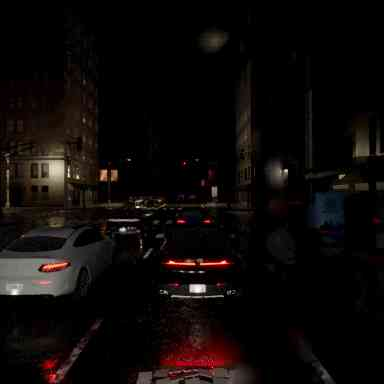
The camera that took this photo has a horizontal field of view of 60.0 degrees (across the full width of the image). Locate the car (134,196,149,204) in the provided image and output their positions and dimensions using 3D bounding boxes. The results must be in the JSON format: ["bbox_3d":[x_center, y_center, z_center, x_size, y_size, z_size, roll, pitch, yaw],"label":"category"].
[{"bbox_3d":[-9.715,1.509,64.319,2.128,1.511,4.902,0,0,1],"label":"car"}]

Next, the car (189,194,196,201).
[{"bbox_3d":[0.100,1.605,83.274,1.895,1.301,4.718,0,0,0],"label":"car"}]

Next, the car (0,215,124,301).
[{"bbox_3d":[-3.146,1.528,8.220,1.812,1.442,4.674,0,0,0],"label":"car"}]

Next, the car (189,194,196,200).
[{"bbox_3d":[0.112,1.381,93.246,2.033,1.411,5.357,0,0,0],"label":"car"}]

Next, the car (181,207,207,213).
[{"bbox_3d":[0.103,1.533,17.587,1.812,1.442,4.674,0,0,0],"label":"car"}]

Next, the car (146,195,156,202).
[{"bbox_3d":[-9.657,1.544,78.295,1.812,1.442,4.674,0,0,0],"label":"car"}]

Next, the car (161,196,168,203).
[{"bbox_3d":[-6.434,1.546,67.388,1.812,1.442,4.674,0,0,0],"label":"car"}]

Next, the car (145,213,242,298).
[{"bbox_3d":[0.102,1.508,8.471,1.837,1.490,4.892,0,0,0],"label":"car"}]

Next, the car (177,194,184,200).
[{"bbox_3d":[-3.138,1.319,93.251,1.882,1.535,5.008,0,0,0],"label":"car"}]

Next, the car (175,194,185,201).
[{"bbox_3d":[-3.151,1.535,82.832,2.128,1.511,4.902,0,0,0],"label":"car"}]

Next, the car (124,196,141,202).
[{"bbox_3d":[-9.772,1.524,53.420,1.837,1.490,4.892,0,0,0],"label":"car"}]

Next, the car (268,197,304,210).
[{"bbox_3d":[11.571,1.479,40.186,4.553,1.767,2.097,0,-1,0],"label":"car"}]

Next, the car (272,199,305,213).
[{"bbox_3d":[11.705,1.684,36.933,4.718,1.301,1.895,0,-1,0],"label":"car"}]

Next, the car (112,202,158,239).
[{"bbox_3d":[-3.131,1.498,17.486,2.128,1.511,4.902,0,0,0],"label":"car"}]

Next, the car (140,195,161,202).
[{"bbox_3d":[-6.527,1.524,52.963,1.837,1.490,4.892,0,0,0],"label":"car"}]
